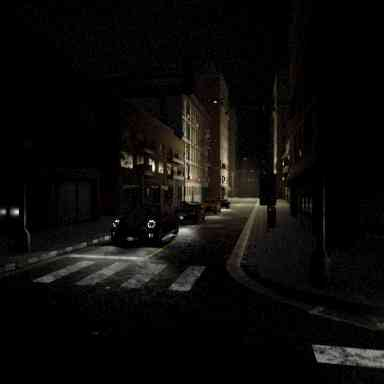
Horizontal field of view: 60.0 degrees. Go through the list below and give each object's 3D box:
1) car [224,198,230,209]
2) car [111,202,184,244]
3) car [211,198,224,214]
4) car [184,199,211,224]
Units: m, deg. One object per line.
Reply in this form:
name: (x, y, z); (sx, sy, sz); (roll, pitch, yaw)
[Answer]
car: (3.927, 1.480, 43.863); (1.994, 1.385, 4.181); (0, 0, 13)
car: (-2.073, 1.326, 15.770); (2.097, 1.767, 4.553); (0, 0, 12)
car: (1.817, 1.417, 34.127); (1.882, 1.535, 5.008); (0, 0, 12)
car: (-0.194, 1.450, 24.710); (2.128, 1.511, 4.902); (0, 0, 12)
